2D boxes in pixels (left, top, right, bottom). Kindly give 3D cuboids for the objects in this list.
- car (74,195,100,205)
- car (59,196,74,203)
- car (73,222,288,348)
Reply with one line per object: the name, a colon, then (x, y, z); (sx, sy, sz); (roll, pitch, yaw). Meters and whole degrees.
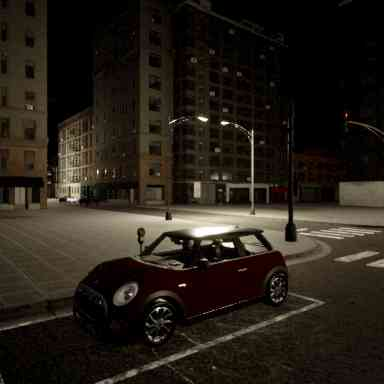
car: (-15.849, 1.219, 51.142); (2.128, 1.511, 4.902); (0, 0, -38)
car: (-22.171, 1.273, 59.242); (1.895, 1.301, 4.718); (0, 0, -39)
car: (-0.062, 1.440, 6.257); (4.097, 1.590, 1.967); (0, 0, -38)
